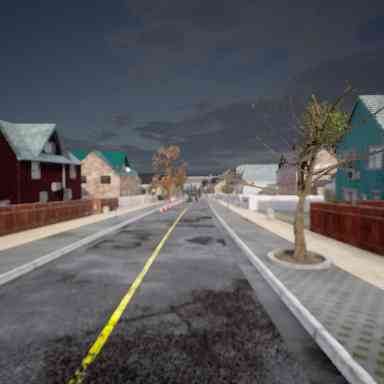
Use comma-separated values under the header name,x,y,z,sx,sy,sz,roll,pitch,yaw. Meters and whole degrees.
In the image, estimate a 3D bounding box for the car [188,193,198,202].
name,x,y,z,sx,sy,sz,roll,pitch,yaw
car,0.242,1.200,79.213,2.150,2.045,5.566,0,0,2

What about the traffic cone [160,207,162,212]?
name,x,y,z,sx,sy,sz,roll,pitch,yaw
traffic cone,-3.382,1.871,36.411,0.340,0.580,0.340,0,0,1
